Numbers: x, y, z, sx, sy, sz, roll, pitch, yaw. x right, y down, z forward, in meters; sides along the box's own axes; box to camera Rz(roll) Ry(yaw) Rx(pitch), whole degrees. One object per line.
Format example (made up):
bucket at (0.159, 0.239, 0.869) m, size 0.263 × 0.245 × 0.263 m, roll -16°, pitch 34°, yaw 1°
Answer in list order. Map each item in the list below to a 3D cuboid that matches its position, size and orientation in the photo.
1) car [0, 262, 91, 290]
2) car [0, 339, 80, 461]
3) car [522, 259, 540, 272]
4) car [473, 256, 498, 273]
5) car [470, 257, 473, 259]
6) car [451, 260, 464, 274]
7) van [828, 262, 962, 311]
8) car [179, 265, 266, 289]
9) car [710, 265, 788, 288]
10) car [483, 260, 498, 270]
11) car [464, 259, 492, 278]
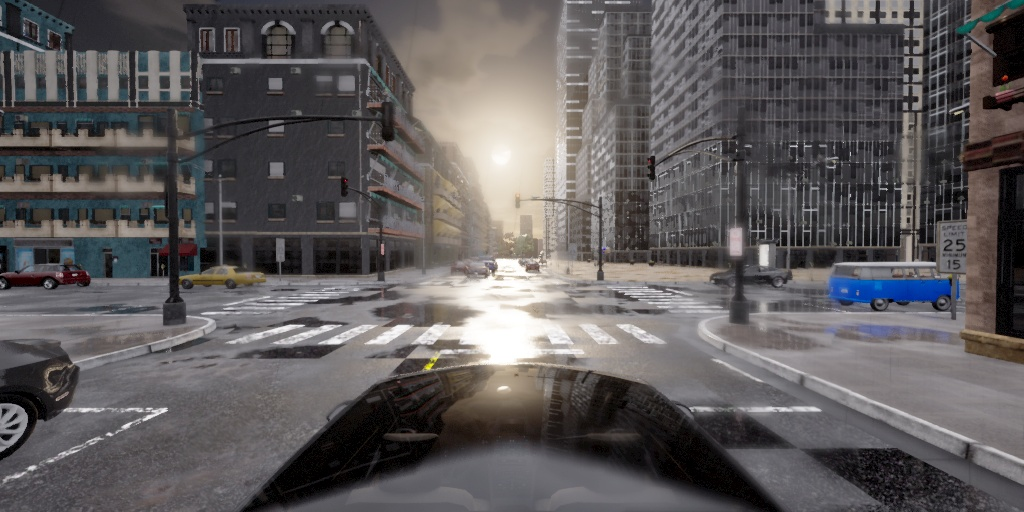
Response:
car at (-28.819, 1.189, 22.060) m, size 4.097 × 1.591 × 1.967 m, roll 0°, pitch 0°, yaw 0°
car at (-5.691, 1.300, 2.139) m, size 2.007 × 1.370 × 4.403 m, roll 0°, pitch 0°, yaw 0°
car at (2.573, 1.289, 45.928) m, size 1.888 × 1.381 × 4.507 m, roll 0°, pitch 0°, yaw 0°
car at (-3.175, 0.966, 44.087) m, size 2.150 × 2.045 × 5.566 m, roll 0°, pitch 0°, yaw 0°
car at (-5.775, 1.184, 45.854) m, size 1.967 × 1.591 × 4.097 m, roll 0°, pitch 0°, yaw 0°
car at (-5.764, 1.289, 40.205) m, size 1.888 × 1.381 × 4.507 m, roll 0°, pitch 0°, yaw 0°
van at (14.667, 1.117, 13.834) m, size 3.998 × 1.789 × 1.690 m, roll 0°, pitch 0°, yaw 0°
car at (-17.921, 1.247, 22.099) m, size 4.829 × 1.417 × 1.751 m, roll 0°, pitch 0°, yaw 0°
car at (14.637, 1.216, 22.214) m, size 4.313 × 1.339 × 1.948 m, roll 0°, pitch 0°, yaw 0°
car at (-3.184, 1.309, 54.061) m, size 1.994 × 1.385 × 4.181 m, roll 0°, pitch 0°, yaw 0°
car at (-3.160, 1.270, 34.181) m, size 1.812 × 1.442 × 4.674 m, roll 0°, pitch 0°, yaw 0°
